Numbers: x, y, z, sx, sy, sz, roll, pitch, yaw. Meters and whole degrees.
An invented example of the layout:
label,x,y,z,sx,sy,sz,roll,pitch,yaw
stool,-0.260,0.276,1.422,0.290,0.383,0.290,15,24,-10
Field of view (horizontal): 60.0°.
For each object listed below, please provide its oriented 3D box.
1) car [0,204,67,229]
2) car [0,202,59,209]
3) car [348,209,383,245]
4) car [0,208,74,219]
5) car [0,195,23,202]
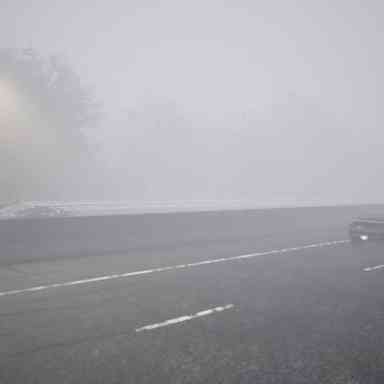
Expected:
label,x,y,z,sx,sy,sz,roll,pitch,yaw
car,-11.236,1.547,21.770,5.357,1.411,2.033,0,0,-35
car,-9.222,1.505,18.906,4.892,1.490,1.837,0,0,-35
car,8.678,1.517,14.357,4.892,1.490,1.837,0,0,-36
car,-8.174,1.601,15.356,4.718,1.301,1.895,0,0,-35
car,-14.830,1.223,23.504,5.566,2.045,2.150,1,0,-35
